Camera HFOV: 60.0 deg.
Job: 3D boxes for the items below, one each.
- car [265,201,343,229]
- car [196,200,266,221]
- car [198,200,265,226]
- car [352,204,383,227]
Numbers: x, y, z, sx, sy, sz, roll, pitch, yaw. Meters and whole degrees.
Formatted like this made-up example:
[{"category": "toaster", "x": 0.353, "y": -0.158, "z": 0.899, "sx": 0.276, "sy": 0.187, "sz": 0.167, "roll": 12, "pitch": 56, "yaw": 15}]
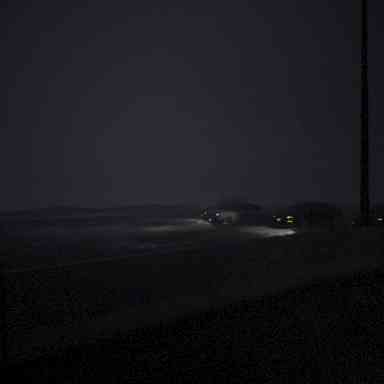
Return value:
[{"category": "car", "x": 7.166, "y": 1.345, "z": 20.477, "sx": 4.892, "sy": 1.490, "sz": 1.837, "roll": 0, "pitch": 0, "yaw": -28}, {"category": "car", "x": 3.128, "y": 1.374, "z": 26.283, "sx": 5.357, "sy": 1.411, "sz": 2.033, "roll": -1, "pitch": 0, "yaw": -29}, {"category": "car", "x": 3.100, "y": 1.452, "z": 22.251, "sx": 4.718, "sy": 1.301, "sz": 1.895, "roll": 0, "pitch": 0, "yaw": -29}, {"category": "car", "x": 10.952, "y": 1.396, "z": 18.533, "sx": 4.181, "sy": 1.385, "sz": 1.994, "roll": 0, "pitch": 0, "yaw": -27}]
